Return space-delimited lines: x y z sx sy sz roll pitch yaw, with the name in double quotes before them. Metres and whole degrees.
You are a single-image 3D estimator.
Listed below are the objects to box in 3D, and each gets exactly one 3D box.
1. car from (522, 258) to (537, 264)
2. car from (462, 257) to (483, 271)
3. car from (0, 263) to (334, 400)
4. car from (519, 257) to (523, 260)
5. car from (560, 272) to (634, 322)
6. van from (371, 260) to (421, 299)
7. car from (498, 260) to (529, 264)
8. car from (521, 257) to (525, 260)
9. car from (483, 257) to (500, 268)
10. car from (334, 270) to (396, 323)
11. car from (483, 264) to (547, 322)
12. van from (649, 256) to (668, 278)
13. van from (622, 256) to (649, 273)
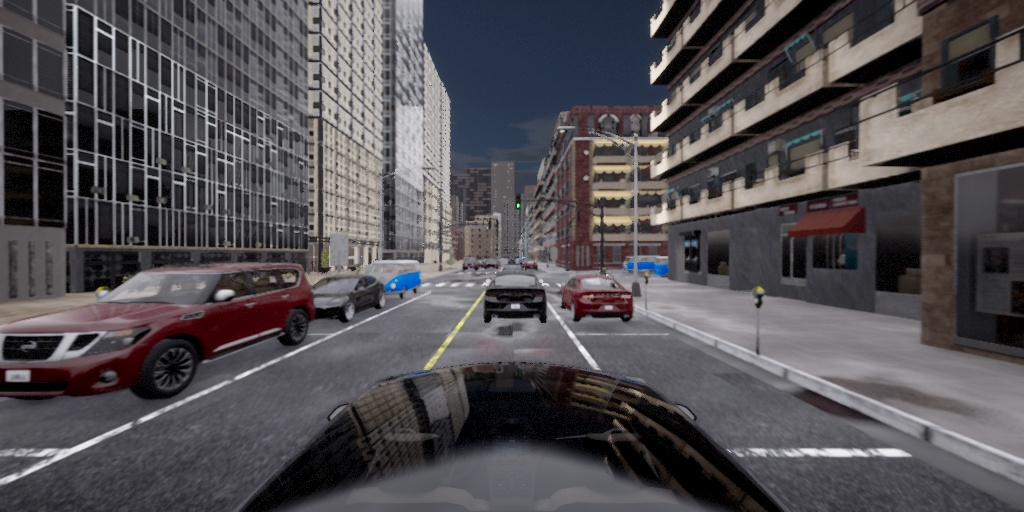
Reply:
"car" 2.671 1.310 50.086 1.888 1.381 4.507 0 0 0
"car" -5.709 1.080 50.084 2.192 1.841 5.009 0 0 0
"car" -5.693 1.064 6.648 2.192 1.841 5.009 0 0 0
"car" 2.667 1.214 61.141 1.967 1.591 4.097 0 0 0
"car" 2.685 1.294 12.173 1.888 1.381 4.507 0 0 0
"van" -5.697 1.090 17.694 1.690 1.789 3.998 0 0 0
"car" 0.092 1.300 29.907 2.033 1.411 5.357 0 0 0
"car" 2.669 1.315 55.613 1.888 1.381 4.507 0 0 0
"car" -3.092 1.121 54.329 2.097 1.767 4.553 0 0 0
"car" -5.695 1.314 12.171 1.948 1.339 4.313 0 0 0
"car" 0.095 1.226 12.345 1.882 1.535 5.008 0 0 0
"van" 13.732 0.904 29.282 3.998 1.789 1.690 0 0 0
"van" 13.707 0.866 37.663 3.998 1.789 1.690 0 0 0
